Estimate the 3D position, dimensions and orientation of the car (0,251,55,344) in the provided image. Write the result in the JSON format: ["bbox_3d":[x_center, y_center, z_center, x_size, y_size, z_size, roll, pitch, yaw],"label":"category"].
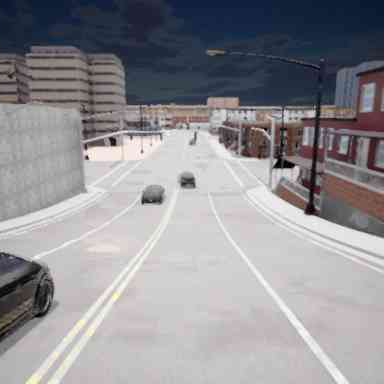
[{"bbox_3d":[-3.595,1.558,4.618,1.994,1.385,4.181,0,0,0],"label":"car"}]

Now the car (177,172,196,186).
[{"bbox_3d":[-0.699,-1.713,40.739,1.837,1.490,4.892,-2,13,-8],"label":"car"}]

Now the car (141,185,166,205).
[{"bbox_3d":[-3.515,0.115,30.769,1.882,1.535,5.008,0,8,0],"label":"car"}]
